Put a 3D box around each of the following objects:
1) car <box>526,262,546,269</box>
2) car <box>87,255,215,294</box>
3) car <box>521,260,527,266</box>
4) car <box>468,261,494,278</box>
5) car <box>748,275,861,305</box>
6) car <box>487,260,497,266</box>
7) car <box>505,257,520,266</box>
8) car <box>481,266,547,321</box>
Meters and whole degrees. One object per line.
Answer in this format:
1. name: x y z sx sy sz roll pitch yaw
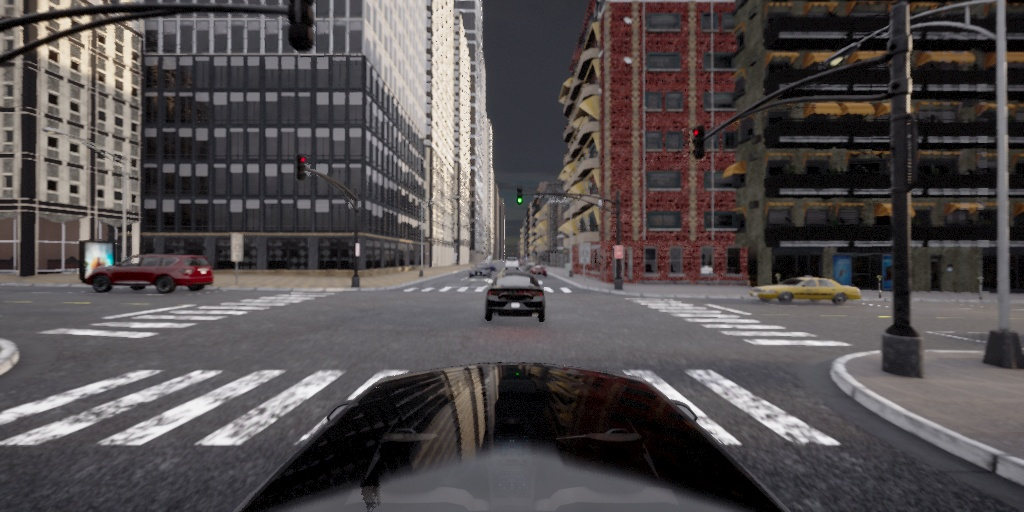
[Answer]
1. car: 2.735 1.502 37.739 1.802 1.307 4.207 0 0 0
2. car: -17.713 0.848 17.759 5.009 1.841 2.192 0 0 0
3. car: 2.683 1.535 50.656 2.007 1.370 4.403 0 0 0
4. car: -3.100 1.471 35.257 1.994 1.385 4.181 0 0 0
5. car: 14.627 1.659 18.042 4.829 1.417 1.751 0 0 0
6. car: -3.085 1.586 50.681 1.895 1.301 4.718 0 0 0
7. car: -0.008 1.252 59.541 2.150 2.045 5.566 0 0 0
8. car: 0.111 1.306 12.950 1.882 1.535 5.008 1 0 0
